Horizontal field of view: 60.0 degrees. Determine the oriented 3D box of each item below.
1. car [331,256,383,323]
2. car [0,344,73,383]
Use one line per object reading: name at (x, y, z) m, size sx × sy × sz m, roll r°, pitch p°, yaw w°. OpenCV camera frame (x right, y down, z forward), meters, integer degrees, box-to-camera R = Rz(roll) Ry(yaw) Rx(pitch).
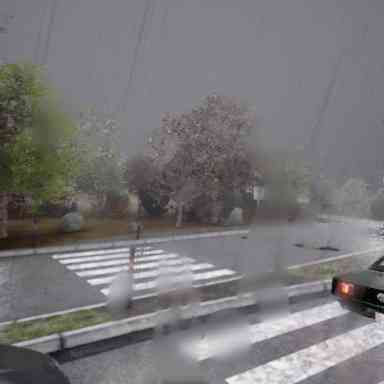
car at (4.867, 1.654, 6.093) m, size 4.718 × 1.301 × 1.895 m, roll 0°, pitch -1°, yaw -29°
car at (-2.909, 1.493, 1.292) m, size 4.892 × 1.490 × 1.837 m, roll 0°, pitch 0°, yaw -34°
